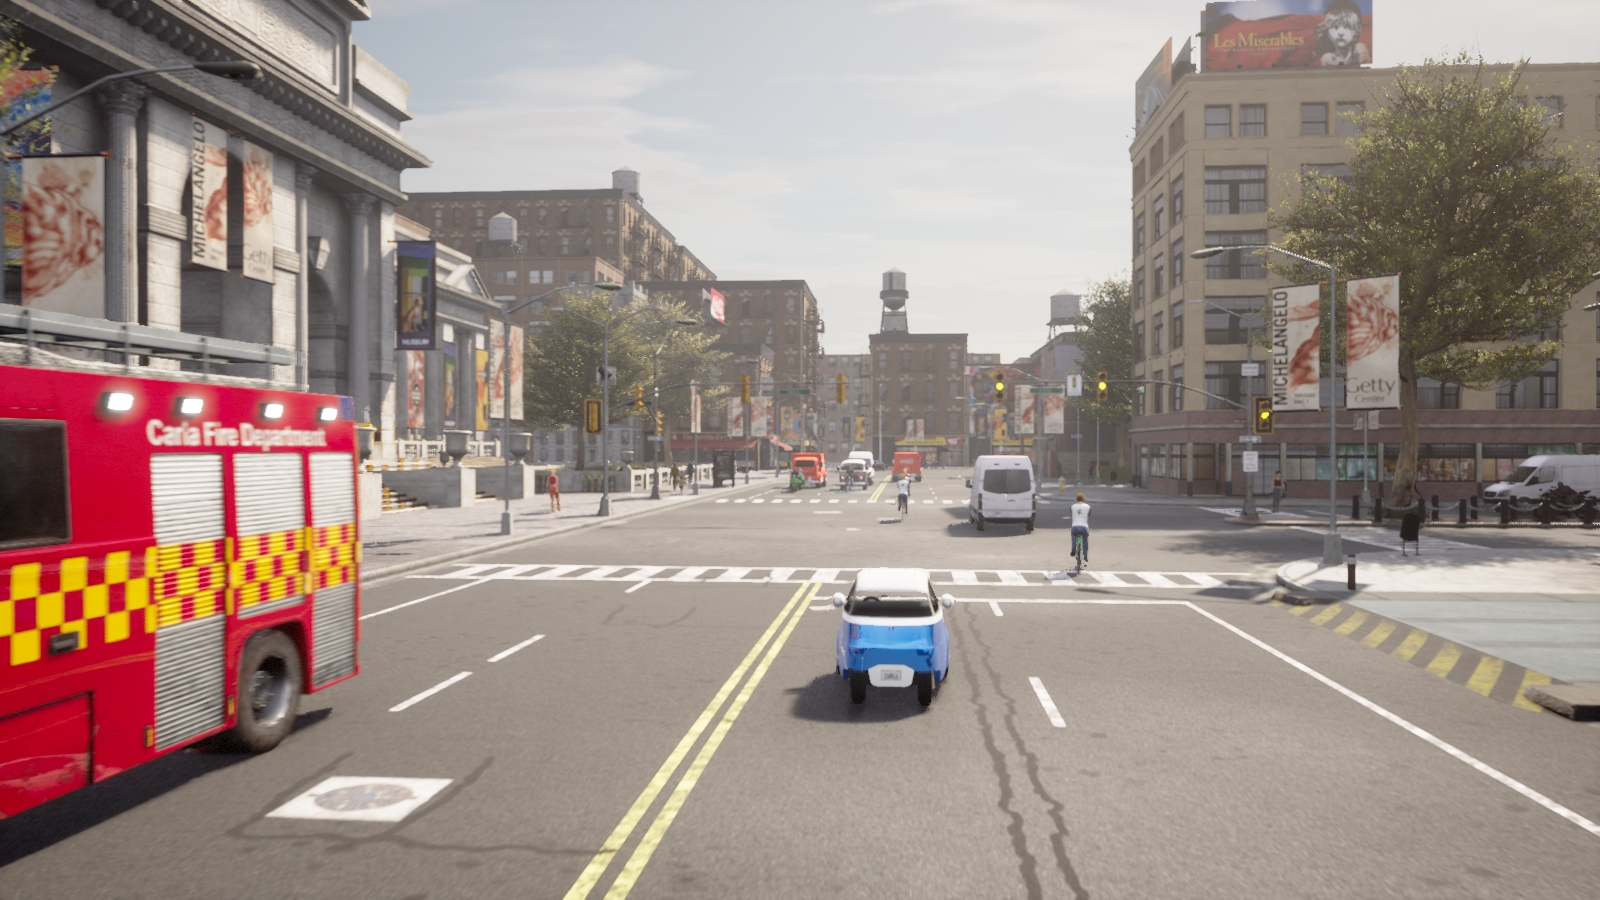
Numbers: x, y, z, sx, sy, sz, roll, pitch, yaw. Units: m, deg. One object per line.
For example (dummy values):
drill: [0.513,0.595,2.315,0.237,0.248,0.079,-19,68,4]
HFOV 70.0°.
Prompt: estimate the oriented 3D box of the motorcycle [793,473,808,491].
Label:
motorcycle: [0.049,2.117,76.475,0.803,1.145,2.033,0,0,5]

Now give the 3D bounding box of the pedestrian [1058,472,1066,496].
pedestrian: [14.657,1.901,63.949,0.375,1.300,0.375,0,0,5]

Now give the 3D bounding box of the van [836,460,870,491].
van: [3.632,1.687,77.365,2.069,2.038,4.480,0,0,6]

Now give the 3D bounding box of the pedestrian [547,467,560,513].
pedestrian: [-10.032,1.635,46.499,0.375,1.860,0.375,0,0,7]

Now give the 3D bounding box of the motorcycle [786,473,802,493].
motorcycle: [-0.352,2.091,72.609,0.856,1.236,1.805,0,0,5]

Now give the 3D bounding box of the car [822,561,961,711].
car: [1.077,2.103,13.393,1.481,1.376,2.207,0,0,5]

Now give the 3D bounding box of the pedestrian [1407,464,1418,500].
pedestrian: [31.570,1.634,58.875,0.375,1.860,0.375,0,0,9]

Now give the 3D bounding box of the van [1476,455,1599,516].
van: [32.539,1.483,48.926,5.915,2.561,1.988,0,0,5]

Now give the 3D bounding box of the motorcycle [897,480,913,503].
motorcycle: [5.455,2.140,59.438,0.803,1.145,2.033,0,0,5]

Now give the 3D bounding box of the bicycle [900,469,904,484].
bicycle: [8.052,2.096,90.153,0.373,1.196,1.643,0,0,5]

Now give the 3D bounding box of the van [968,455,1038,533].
van: [7.214,1.484,41.130,1.988,2.561,5.915,0,0,5]

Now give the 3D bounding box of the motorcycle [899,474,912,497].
motorcycle: [6.228,2.087,67.652,0.764,1.277,2.356,0,0,5]

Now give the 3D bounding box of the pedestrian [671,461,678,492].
pedestrian: [-7.626,1.606,69.579,0.375,1.860,0.375,0,0,-1]

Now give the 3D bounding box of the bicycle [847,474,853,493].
bicycle: [3.170,2.120,72.385,0.329,1.171,1.835,0,0,6]

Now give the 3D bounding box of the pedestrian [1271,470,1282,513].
pedestrian: [20.541,1.793,49.217,0.375,1.860,0.375,0,0,11]

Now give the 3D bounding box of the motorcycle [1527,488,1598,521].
motorcycle: [30.424,2.157,45.612,2.209,1.251,0.867,0,0,5]

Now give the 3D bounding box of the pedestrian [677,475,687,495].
pedestrian: [-6.703,1.993,64.770,0.500,1.100,0.500,0,0,1]

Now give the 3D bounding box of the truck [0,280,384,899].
truck: [-6.220,0.877,7.967,2.891,3.827,8.468,0,0,5]
